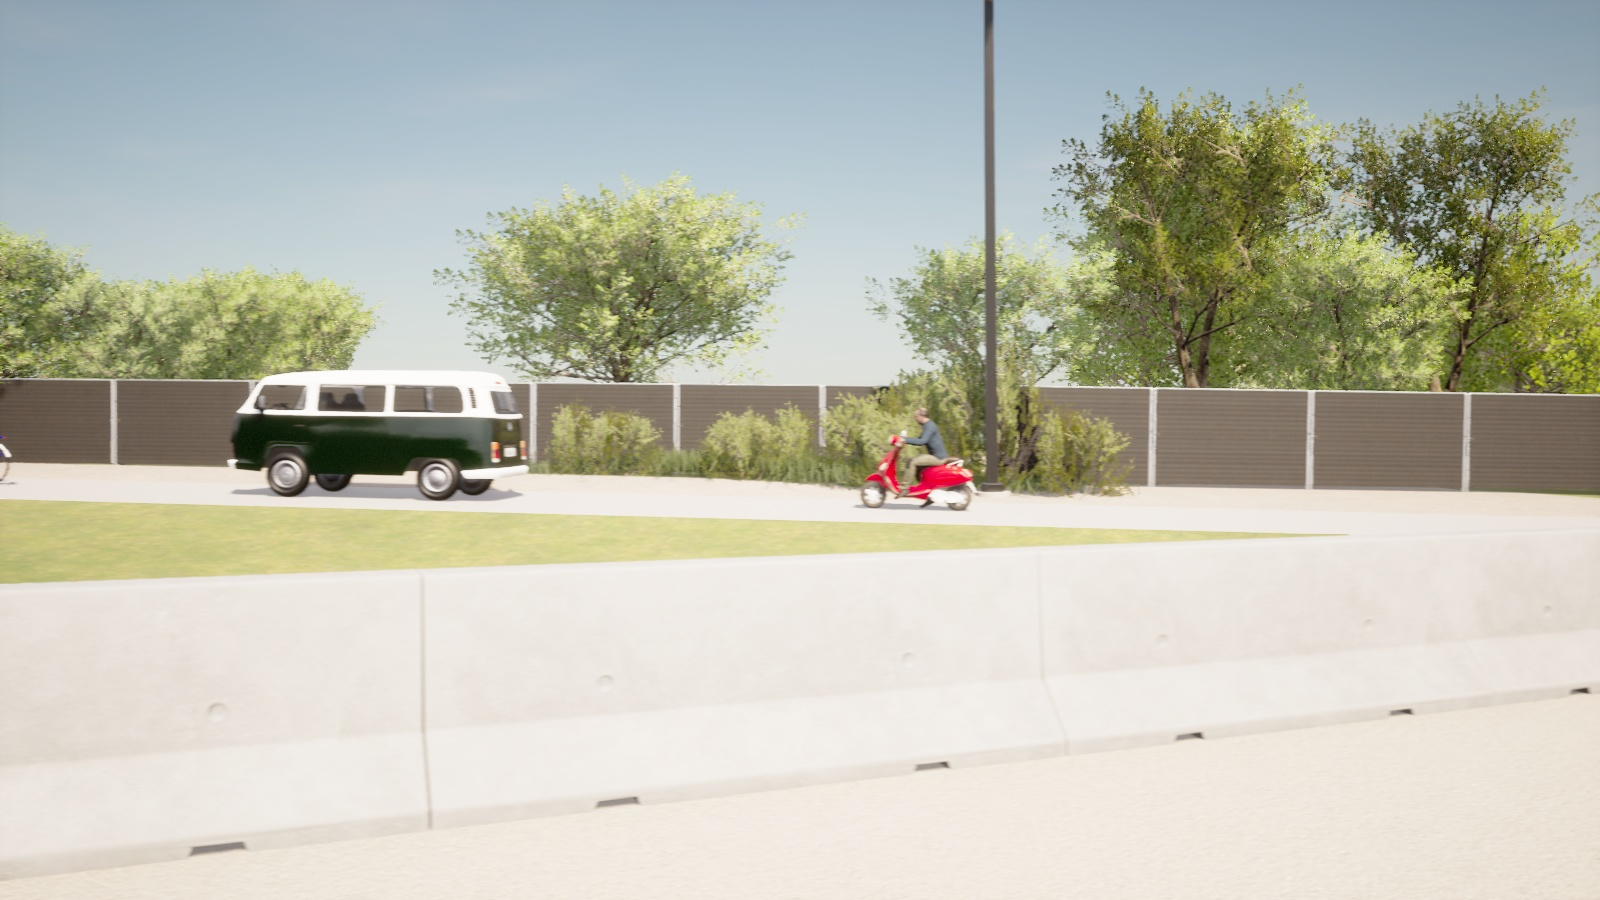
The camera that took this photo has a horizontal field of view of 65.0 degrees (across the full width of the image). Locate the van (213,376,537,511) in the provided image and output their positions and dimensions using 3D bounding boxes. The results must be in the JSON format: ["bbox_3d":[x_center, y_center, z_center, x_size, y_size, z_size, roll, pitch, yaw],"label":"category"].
[{"bbox_3d":[-6.774,-0.129,20.327,4.480,2.038,2.069,0,2,6],"label":"van"}]

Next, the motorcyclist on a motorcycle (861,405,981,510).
[{"bbox_3d":[1.868,0.102,19.502,1.817,1.590,0.866,0,2,4],"label":"motorcyclist on a motorcycle"}]

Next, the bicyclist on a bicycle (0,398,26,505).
[{"bbox_3d":[-14.133,0.014,21.121,1.843,1.776,0.659,0,2,6],"label":"bicyclist on a bicycle"}]
